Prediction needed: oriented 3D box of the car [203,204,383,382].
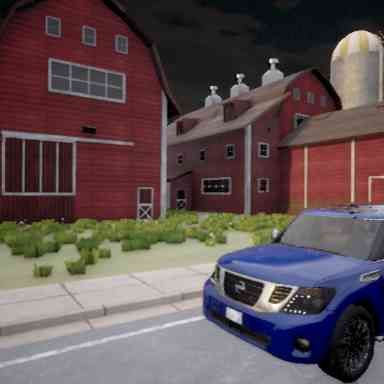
[{"bbox_3d":[2.865,1.268,5.824,5.566,2.045,2.150,1,0,-33],"label":"car"}]
